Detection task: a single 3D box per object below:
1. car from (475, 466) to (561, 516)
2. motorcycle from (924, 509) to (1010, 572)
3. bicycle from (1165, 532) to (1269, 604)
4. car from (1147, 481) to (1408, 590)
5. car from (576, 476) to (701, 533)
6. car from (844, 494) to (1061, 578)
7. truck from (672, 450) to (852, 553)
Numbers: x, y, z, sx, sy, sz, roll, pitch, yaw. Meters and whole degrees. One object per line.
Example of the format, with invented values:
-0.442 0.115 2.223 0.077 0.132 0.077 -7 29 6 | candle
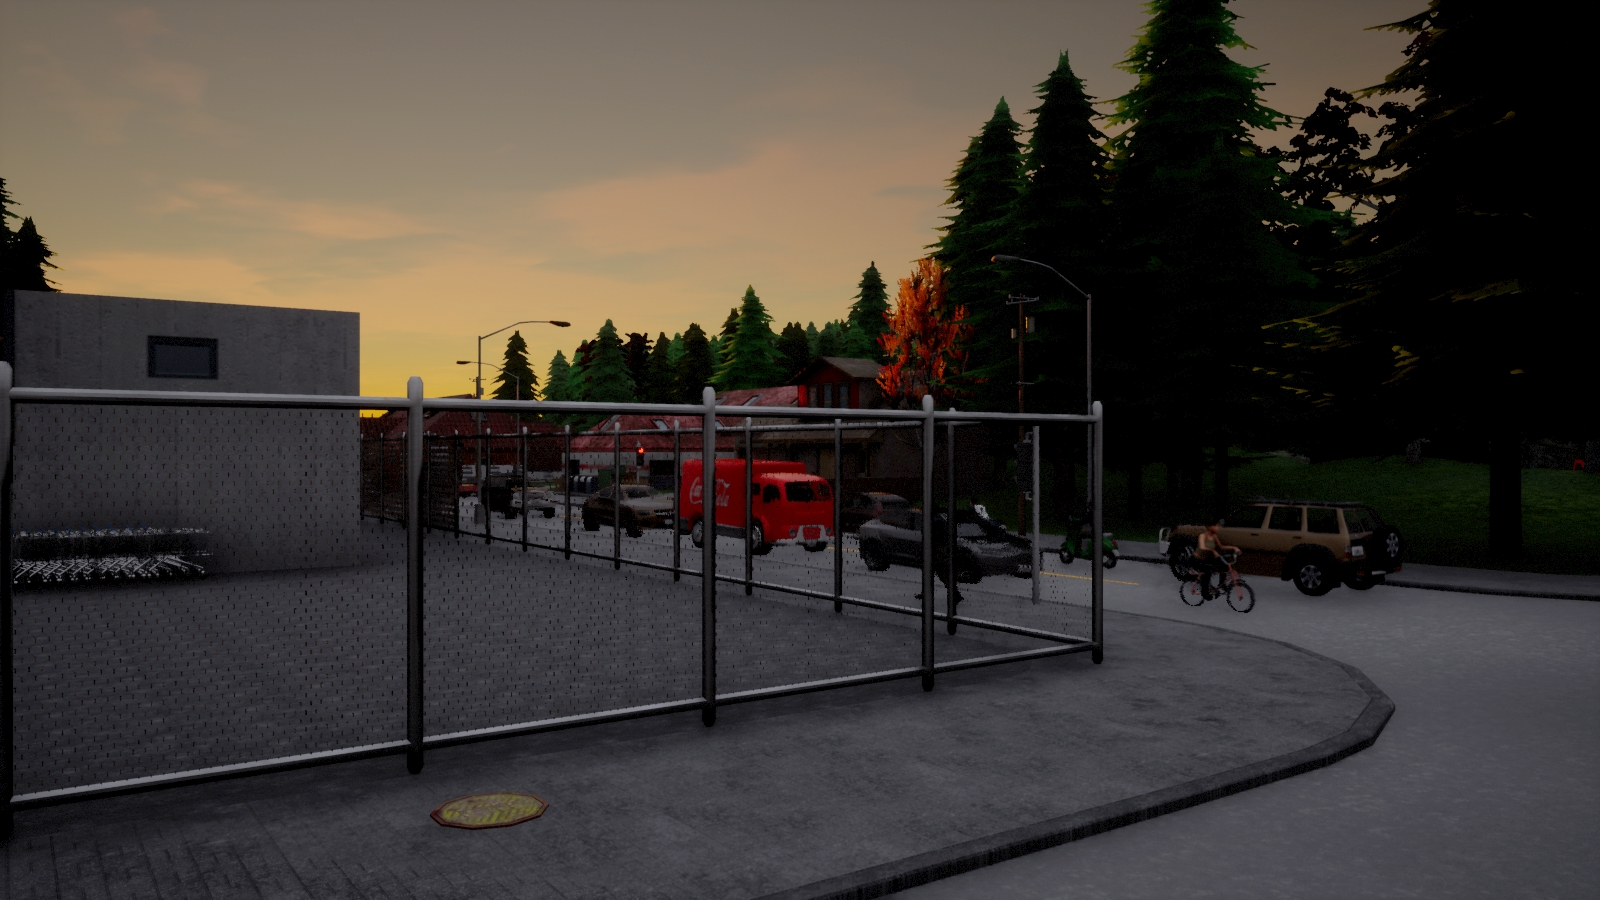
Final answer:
-11.706 1.641 47.217 1.932 1.855 4.605 0 0 -35 | car
3.660 1.959 25.125 0.856 1.236 1.805 0 0 -35 | motorcycle
7.273 2.033 19.961 0.859 1.080 1.487 0 0 -35 | bicycle
9.641 1.640 23.438 1.932 1.855 4.605 0 0 -35 | car
-5.488 1.769 38.257 2.152 1.651 5.027 0 0 -35 | car
3.295 1.840 25.641 2.163 1.488 4.792 0 0 -35 | car
-1.176 1.322 32.051 2.627 2.467 5.204 0 2 -35 | truck
